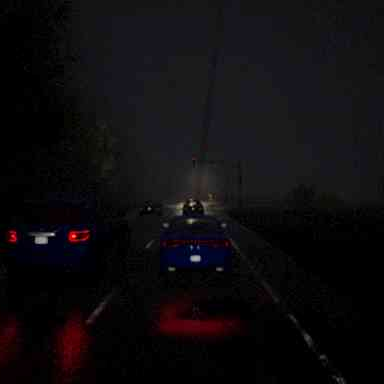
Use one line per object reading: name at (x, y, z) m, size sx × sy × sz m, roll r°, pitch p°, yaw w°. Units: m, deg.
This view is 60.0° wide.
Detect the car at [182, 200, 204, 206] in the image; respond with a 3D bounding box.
car at (0.091, 1.383, 29.140) m, size 2.033 × 1.411 × 5.357 m, roll 0°, pitch 0°, yaw 0°

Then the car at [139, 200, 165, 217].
car at (-3.411, 1.383, 29.126) m, size 2.033 × 1.411 × 5.357 m, roll 0°, pitch 0°, yaw 0°

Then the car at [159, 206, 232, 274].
car at (0.090, 1.420, 10.398) m, size 1.882 × 1.535 × 5.008 m, roll 0°, pitch 0°, yaw 0°

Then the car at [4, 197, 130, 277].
car at (-3.410, 1.166, 10.219) m, size 2.150 × 2.045 × 5.566 m, roll 0°, pitch 0°, yaw 0°
